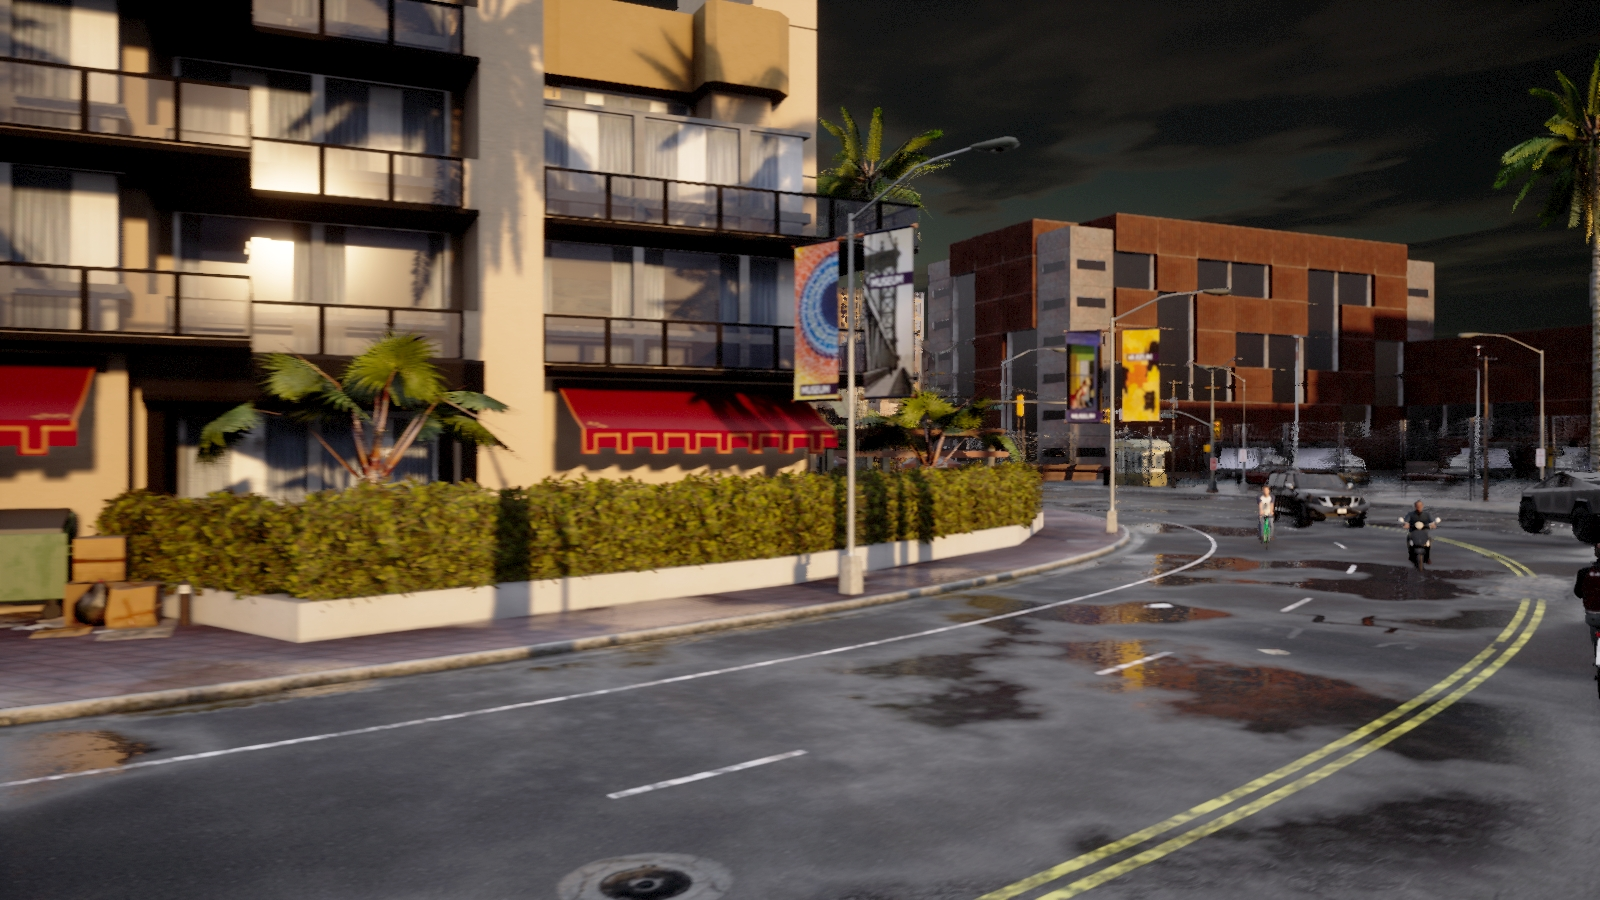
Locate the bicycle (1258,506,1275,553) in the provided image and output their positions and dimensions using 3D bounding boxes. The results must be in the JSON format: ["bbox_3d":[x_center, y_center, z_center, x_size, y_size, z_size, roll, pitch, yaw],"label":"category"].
[{"bbox_3d":[13.034,2.208,31.922,0.373,1.196,1.643,0,0,20],"label":"bicycle"}]

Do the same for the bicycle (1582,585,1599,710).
[{"bbox_3d":[9.217,2.211,13.000,0.329,1.171,1.835,-1,0,40],"label":"bicycle"}]

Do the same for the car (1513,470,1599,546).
[{"bbox_3d":[25.135,1.755,36.191,2.390,2.098,6.274,0,0,13],"label":"car"}]

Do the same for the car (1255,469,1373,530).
[{"bbox_3d":[19.091,1.782,42.772,2.150,2.045,5.566,0,0,3],"label":"car"}]
